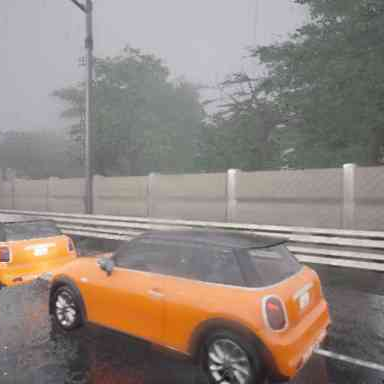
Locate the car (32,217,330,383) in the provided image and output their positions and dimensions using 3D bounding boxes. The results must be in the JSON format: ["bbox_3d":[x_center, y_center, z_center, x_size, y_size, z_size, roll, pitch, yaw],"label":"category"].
[{"bbox_3d":[-0.322,1.375,5.397,4.553,1.767,2.097,0,0,36],"label":"car"}]

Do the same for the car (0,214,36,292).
[{"bbox_3d":[-5.190,1.393,8.904,4.553,1.767,2.097,0,0,36],"label":"car"}]
